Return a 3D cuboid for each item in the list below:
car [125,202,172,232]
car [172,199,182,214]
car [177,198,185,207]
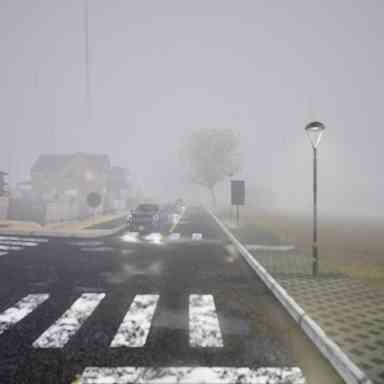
[{"bbox_3d":[-2.771,1.500,21.367,2.097,1.767,4.553,0,0,4],"label":"car"},{"bbox_3d":[-2.527,1.841,38.909,1.994,1.385,4.181,0,0,0],"label":"car"},{"bbox_3d":[-2.356,1.971,63.270,1.837,1.490,4.892,0,0,0],"label":"car"}]
